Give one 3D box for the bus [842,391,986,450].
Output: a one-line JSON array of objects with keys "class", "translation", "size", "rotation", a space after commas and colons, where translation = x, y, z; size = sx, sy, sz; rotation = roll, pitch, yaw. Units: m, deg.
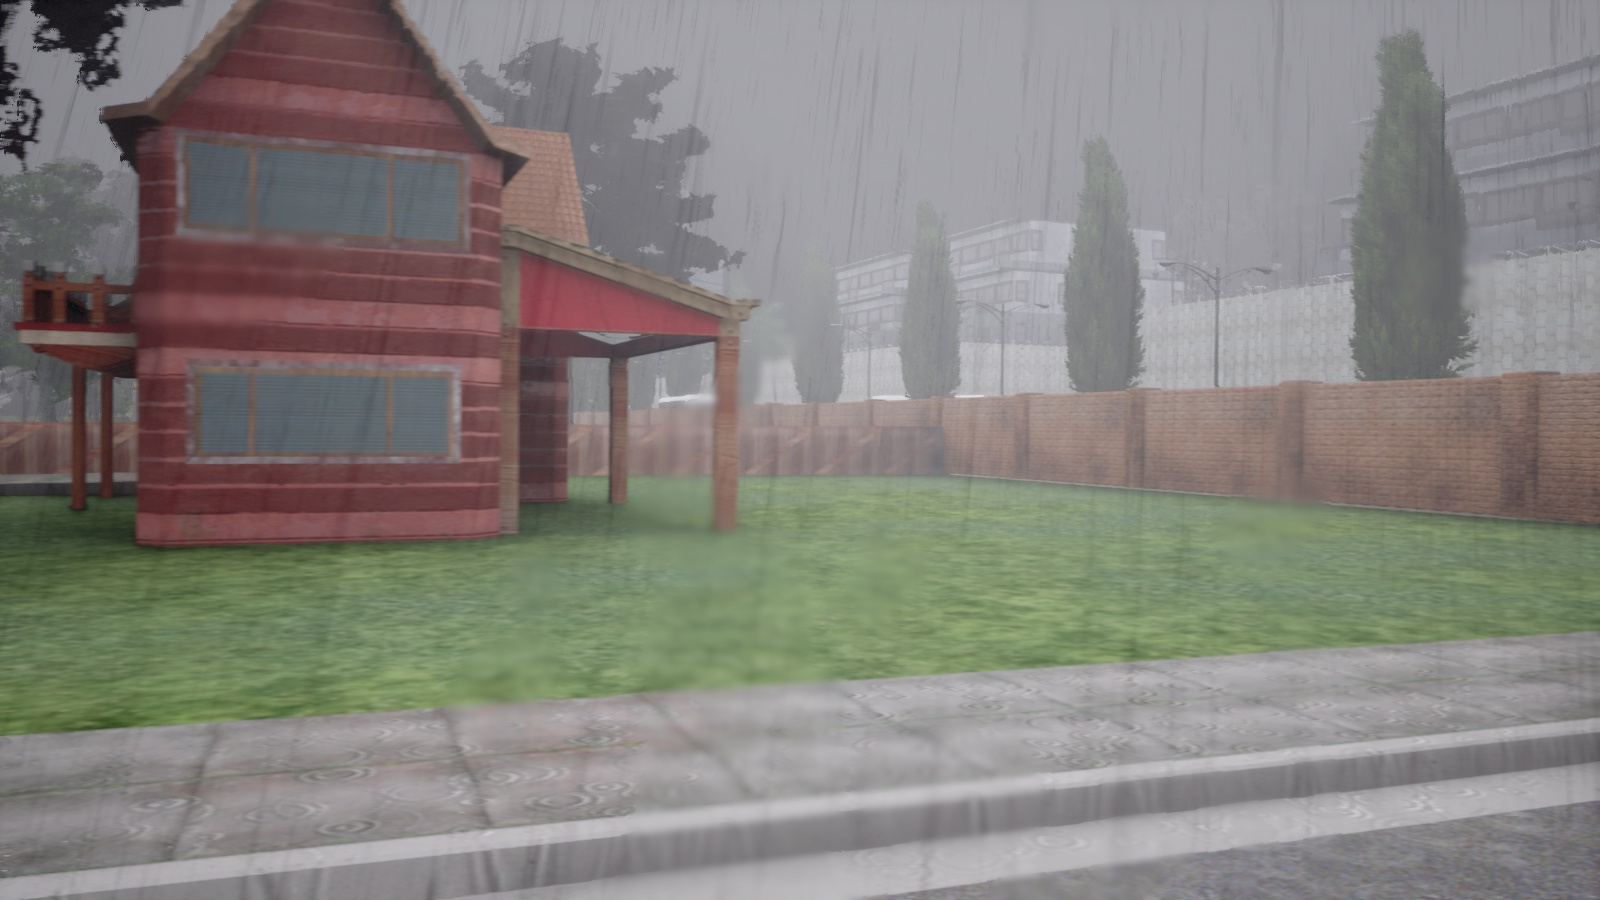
[{"class": "bus", "translation": [8.718, -2.255, 96.094], "size": [10.273, 4.253, 3.944], "rotation": [-1, 2, 19]}]
